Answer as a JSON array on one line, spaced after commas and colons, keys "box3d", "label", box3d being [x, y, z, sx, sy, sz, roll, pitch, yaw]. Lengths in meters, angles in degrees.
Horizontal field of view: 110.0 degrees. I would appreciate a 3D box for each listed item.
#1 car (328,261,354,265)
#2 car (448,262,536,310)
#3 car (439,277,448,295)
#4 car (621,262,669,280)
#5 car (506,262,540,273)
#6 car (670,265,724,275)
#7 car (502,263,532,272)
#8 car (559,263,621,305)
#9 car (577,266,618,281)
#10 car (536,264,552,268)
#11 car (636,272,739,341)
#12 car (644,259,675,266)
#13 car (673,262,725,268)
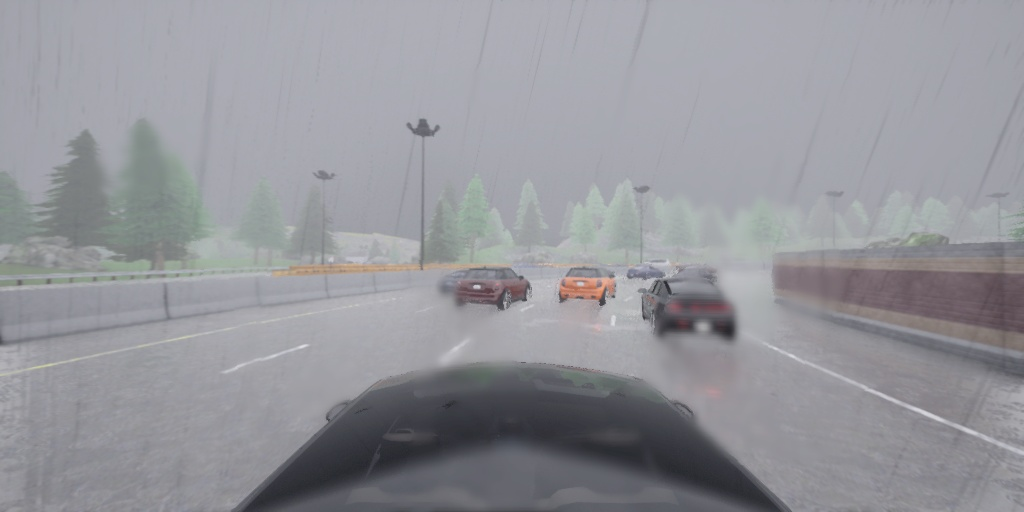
[{"box3d": [-26.448, 1.527, 56.429, 2.097, 1.767, 4.553, 0, -1, -1], "label": "car"}, {"box3d": [-0.654, 1.247, 15.794, 2.097, 1.767, 4.553, 0, -1, 19], "label": "car"}, {"box3d": [-2.390, 1.501, 20.888, 1.994, 1.385, 4.181, 0, -1, 24], "label": "car"}, {"box3d": [13.209, 1.625, 35.451, 4.674, 1.442, 1.812, 0, -1, -38], "label": "car"}, {"box3d": [1.656, 1.732, 53.329, 5.008, 1.535, 1.882, 0, -1, -36], "label": "car"}, {"box3d": [13.561, 1.638, 26.474, 2.033, 1.411, 5.357, 0, -1, 45], "label": "car"}, {"box3d": [0.822, 1.805, 57.029, 4.674, 1.442, 1.812, 1, -1, -35], "label": "car"}, {"box3d": [3.873, 1.296, 17.720, 2.097, 1.767, 4.553, 0, -1, 23], "label": "car"}, {"box3d": [8.602, 1.703, 36.003, 4.181, 1.385, 1.994, 0, -1, -42], "label": "car"}, {"box3d": [3.766, 1.769, 45.828, 4.181, 1.385, 1.994, 0, -1, -39], "label": "car"}, {"box3d": [4.921, 1.382, 10.467, 1.837, 1.490, 4.892, -1, -1, 14], "label": "car"}, {"box3d": [22.153, 1.421, 56.315, 5.566, 2.045, 2.150, 0, -1, -19], "label": "car"}, {"box3d": [18.268, 1.536, 34.852, 5.008, 1.535, 1.882, 0, -1, -34], "label": "car"}]
